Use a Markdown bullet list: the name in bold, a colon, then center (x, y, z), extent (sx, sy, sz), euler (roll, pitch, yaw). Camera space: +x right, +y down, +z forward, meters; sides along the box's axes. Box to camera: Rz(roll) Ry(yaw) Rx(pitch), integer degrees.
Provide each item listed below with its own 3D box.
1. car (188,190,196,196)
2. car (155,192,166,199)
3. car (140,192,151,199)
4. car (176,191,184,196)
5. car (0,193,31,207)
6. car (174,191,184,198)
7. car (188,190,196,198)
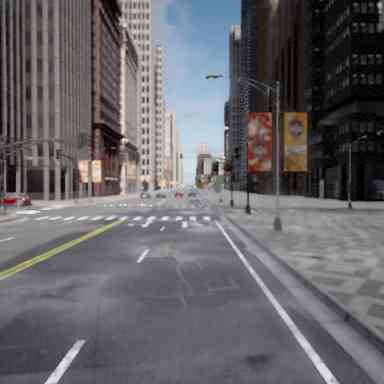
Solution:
- **car**: center (0.004, 0.307, 89.348), extent (2.128, 1.511, 4.902), euler (0, 1, 0)
- **car**: center (-6.496, 0.724, 69.499), extent (1.994, 1.385, 4.181), euler (0, 1, 0)
- **car**: center (-9.746, 0.697, 69.499), extent (2.128, 1.511, 4.902), euler (0, 1, 0)
- **car**: center (-3.246, 0.377, 89.379), extent (1.895, 1.301, 4.718), euler (0, 1, 0)
- **car**: center (-20.651, 0.833, 37.829), extent (4.097, 1.590, 1.967), euler (1, 1, 0)
- **car**: center (-3.247, 0.561, 79.315), extent (1.812, 1.442, 4.674), euler (0, 1, 0)
- **car**: center (0.003, 0.542, 78.932), extent (1.837, 1.490, 4.892), euler (0, 1, 0)
